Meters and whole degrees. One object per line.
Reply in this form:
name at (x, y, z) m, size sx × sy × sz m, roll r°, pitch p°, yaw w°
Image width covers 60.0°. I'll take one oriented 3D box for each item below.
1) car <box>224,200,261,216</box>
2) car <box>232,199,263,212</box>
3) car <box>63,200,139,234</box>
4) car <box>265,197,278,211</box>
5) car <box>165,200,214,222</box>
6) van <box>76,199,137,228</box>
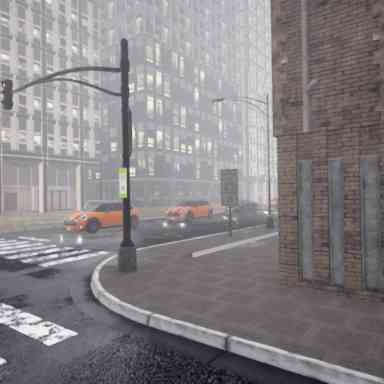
car at (5.131, 1.586, 34.359) m, size 2.128 × 1.511 × 4.902 m, roll -1°, pitch -1°, yaw 36°
car at (6.993, 1.684, 41.367) m, size 1.752 × 1.417 × 4.829 m, roll -2°, pitch -1°, yaw 36°
car at (-5.358, 1.412, 19.912) m, size 2.097 × 1.767 × 4.553 m, roll -1°, pitch -1°, yaw 37°
car at (11.076, 1.467, 42.538) m, size 2.097 × 1.767 × 4.553 m, roll -1°, pitch -1°, yaw 36°
car at (-0.149, 1.428, 27.066) m, size 2.097 × 1.767 × 4.553 m, roll -1°, pitch -1°, yaw 36°
van at (-5.916, 1.455, 23.512) m, size 1.690 × 1.788 × 3.998 m, roll -2°, pitch -1°, yaw 36°
